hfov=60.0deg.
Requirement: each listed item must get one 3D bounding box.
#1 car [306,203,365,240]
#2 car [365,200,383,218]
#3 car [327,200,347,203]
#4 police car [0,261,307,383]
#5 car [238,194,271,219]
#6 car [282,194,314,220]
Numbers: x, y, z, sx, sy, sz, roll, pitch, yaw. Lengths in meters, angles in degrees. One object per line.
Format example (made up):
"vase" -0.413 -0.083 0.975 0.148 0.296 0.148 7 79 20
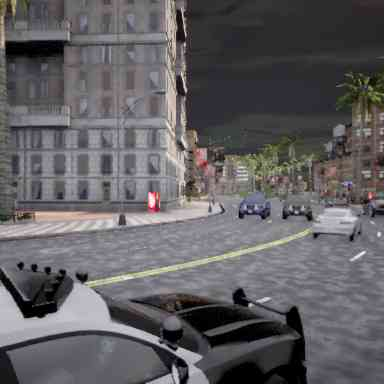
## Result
"car" 7.452 1.516 16.950 1.812 1.442 4.674 0 0 32
"car" 16.881 1.491 30.281 1.837 1.490 4.892 0 0 14
"car" 13.487 1.474 31.133 2.128 1.511 4.902 0 0 14
"police car" -1.086 1.422 2.545 5.238 1.638 1.930 0 0 -36
"car" 5.528 1.184 28.889 2.150 2.045 5.566 0 0 20
"car" 8.829 1.187 27.730 2.150 2.045 5.566 0 0 20
